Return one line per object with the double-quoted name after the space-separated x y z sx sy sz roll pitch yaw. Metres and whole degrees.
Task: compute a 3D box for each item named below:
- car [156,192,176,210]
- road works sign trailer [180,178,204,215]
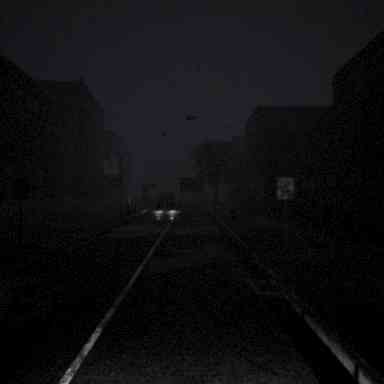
-3.152 1.090 41.376 2.150 2.045 5.566 0 0 0 "car"
0.001 0.365 33.095 2.380 3.560 2.880 0 0 0 "road works sign trailer"
